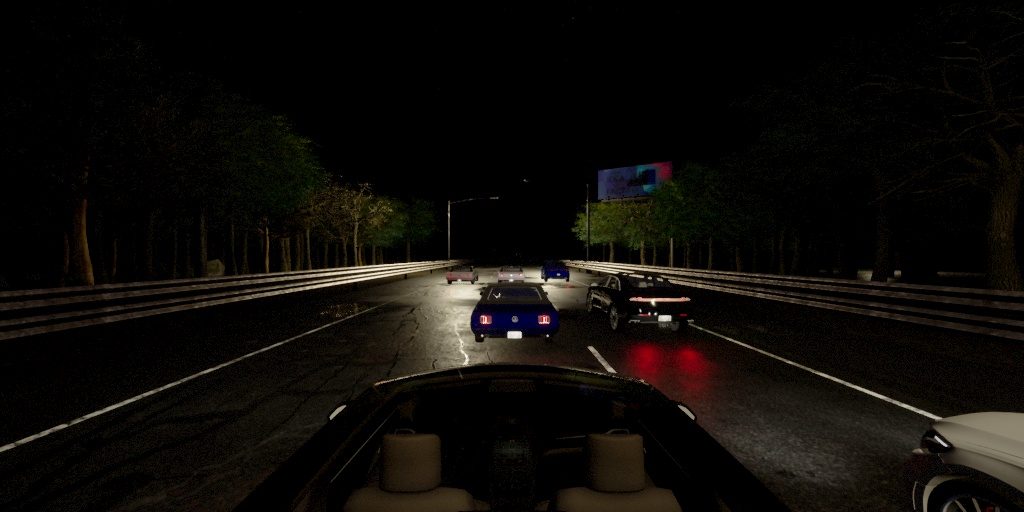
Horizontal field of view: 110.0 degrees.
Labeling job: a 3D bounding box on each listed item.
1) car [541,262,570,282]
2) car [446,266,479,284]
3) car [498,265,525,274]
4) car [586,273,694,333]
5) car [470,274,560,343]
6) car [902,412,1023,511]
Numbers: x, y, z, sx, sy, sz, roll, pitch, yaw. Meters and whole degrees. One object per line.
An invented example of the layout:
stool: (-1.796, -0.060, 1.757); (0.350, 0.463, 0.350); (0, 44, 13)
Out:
car: (3.438, 1.228, 29.095); (1.882, 1.535, 5.008); (0, 0, -1)
car: (-3.548, 1.351, 26.434); (1.895, 1.301, 4.718); (0, 0, 0)
car: (-0.047, 1.351, 26.504); (1.895, 1.301, 4.718); (0, 0, 0)
car: (3.548, 1.242, 10.787); (2.128, 1.511, 4.902); (0, 0, 0)
car: (0.053, 1.351, 9.664); (1.895, 1.301, 4.718); (0, 0, 0)
car: (3.622, 1.276, 0.478); (1.812, 1.442, 4.674); (0, 0, 0)
